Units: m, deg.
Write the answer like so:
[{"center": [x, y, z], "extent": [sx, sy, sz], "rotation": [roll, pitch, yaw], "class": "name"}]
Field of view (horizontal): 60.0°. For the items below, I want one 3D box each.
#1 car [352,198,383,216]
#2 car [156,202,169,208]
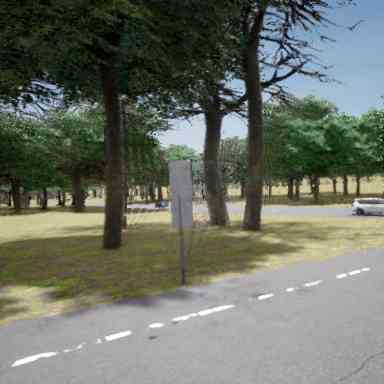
[{"center": [21.639, 1.726, 38.853], "extent": [2.150, 2.045, 5.566], "rotation": [-4, 1, -36], "class": "car"}, {"center": [-7.330, 3.152, 81.718], "extent": [1.882, 1.535, 5.008], "rotation": [-4, 1, -28], "class": "car"}]
